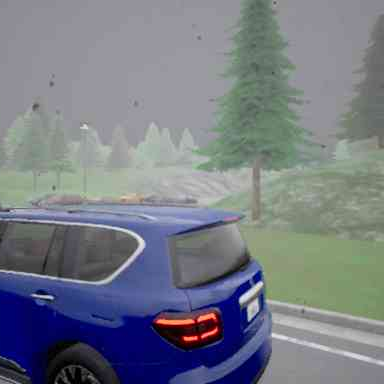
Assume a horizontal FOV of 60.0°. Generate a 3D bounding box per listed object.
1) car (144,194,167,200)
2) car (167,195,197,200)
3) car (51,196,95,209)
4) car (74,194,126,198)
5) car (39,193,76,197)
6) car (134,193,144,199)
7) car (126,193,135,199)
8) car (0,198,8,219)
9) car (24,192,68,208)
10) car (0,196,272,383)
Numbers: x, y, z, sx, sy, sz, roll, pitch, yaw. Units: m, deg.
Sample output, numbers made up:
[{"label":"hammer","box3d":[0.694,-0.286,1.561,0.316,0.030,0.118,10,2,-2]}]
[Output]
[{"label":"car","box3d":[-4.351,1.119,47.780,1.994,1.385,4.181,1,1,33]},{"label":"car","box3d":[-1.013,1.106,46.512,1.812,1.442,4.674,1,1,32]},{"label":"car","box3d":[-13.954,1.190,39.132,1.895,1.301,4.718,1,1,32]},{"label":"car","box3d":[-9.203,1.185,33.538,1.812,1.442,4.674,1,1,32]},{"label":"car","box3d":[-13.152,0.992,33.836,2.097,1.767,4.553,1,1,32]},{"label":"car","box3d":[-6.127,0.991,51.501,1.882,1.535,5.008,1,1,32]},{"label":"car","box3d":[-9.291,0.963,53.041,1.882,1.535,5.008,1,0,33]},{"label":"car","box3d":[-15.783,1.215,23.092,2.128,1.511,4.902,1,1,32]},{"label":"car","box3d":[-17.497,0.917,40.064,2.097,1.767,4.553,1,1,32]},{"label":"car","box3d":[-1.791,1.174,4.411,5.566,2.045,2.150,1,1,28]}]
